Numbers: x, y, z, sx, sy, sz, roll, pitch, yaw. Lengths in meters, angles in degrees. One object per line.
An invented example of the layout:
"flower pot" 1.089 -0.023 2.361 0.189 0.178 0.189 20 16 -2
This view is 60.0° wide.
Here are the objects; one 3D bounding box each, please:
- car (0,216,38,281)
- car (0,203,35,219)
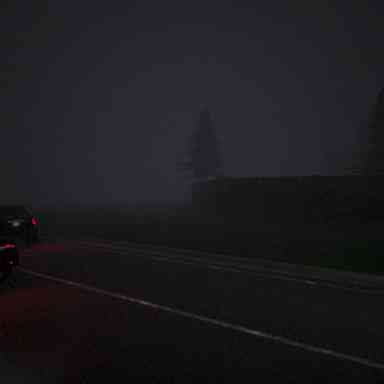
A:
"car" -6.364 1.463 8.532 4.902 1.511 2.128 0 0 36
"car" -8.764 1.309 14.544 4.553 1.767 2.097 0 0 35
